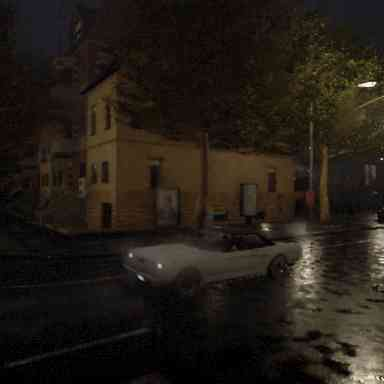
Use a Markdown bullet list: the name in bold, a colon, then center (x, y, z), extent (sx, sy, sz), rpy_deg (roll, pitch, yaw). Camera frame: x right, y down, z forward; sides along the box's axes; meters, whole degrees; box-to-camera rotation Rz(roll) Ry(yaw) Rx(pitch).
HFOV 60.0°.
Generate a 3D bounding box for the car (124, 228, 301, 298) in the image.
- **car**: center (0.674, 1.661, 8.803), extent (4.718, 1.301, 1.895), rpy_deg (1, 0, -35)
